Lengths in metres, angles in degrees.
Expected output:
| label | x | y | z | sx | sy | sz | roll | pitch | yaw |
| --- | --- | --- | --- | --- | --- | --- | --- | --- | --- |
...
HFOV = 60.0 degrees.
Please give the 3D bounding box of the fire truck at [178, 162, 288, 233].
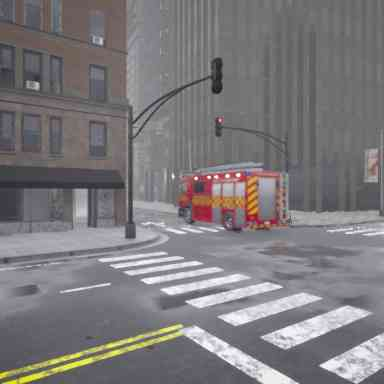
| label | x | y | z | sx | sy | sz | roll | pitch | yaw |
| --- | --- | --- | --- | --- | --- | --- | --- | --- | --- |
| fire truck | 2.135 | 0.360 | 21.249 | 2.891 | 3.827 | 8.468 | 0 | 0 | -27 |
